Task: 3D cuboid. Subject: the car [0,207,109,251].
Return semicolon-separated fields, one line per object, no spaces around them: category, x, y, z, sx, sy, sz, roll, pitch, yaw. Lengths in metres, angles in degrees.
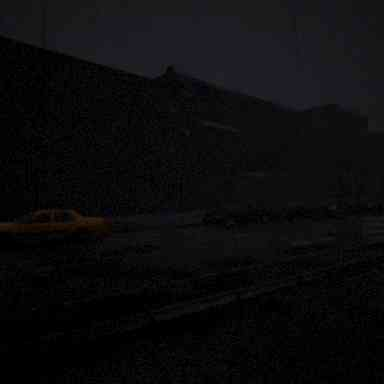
car;-6.255;1.415;13.960;5.366;1.575;1.946;-1;0;-36

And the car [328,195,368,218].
car;11.775;1.108;26.896;4.553;1.767;2.185;-1;0;-36

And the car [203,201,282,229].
car;2.879;1.325;20.514;4.892;1.521;2.231;-1;0;-36

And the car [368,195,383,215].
car;16.263;1.062;30.117;4.553;1.767;2.185;-1;0;-36

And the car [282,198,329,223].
car;7.364;1.319;23.733;4.674;1.452;2.002;-1;0;-36
